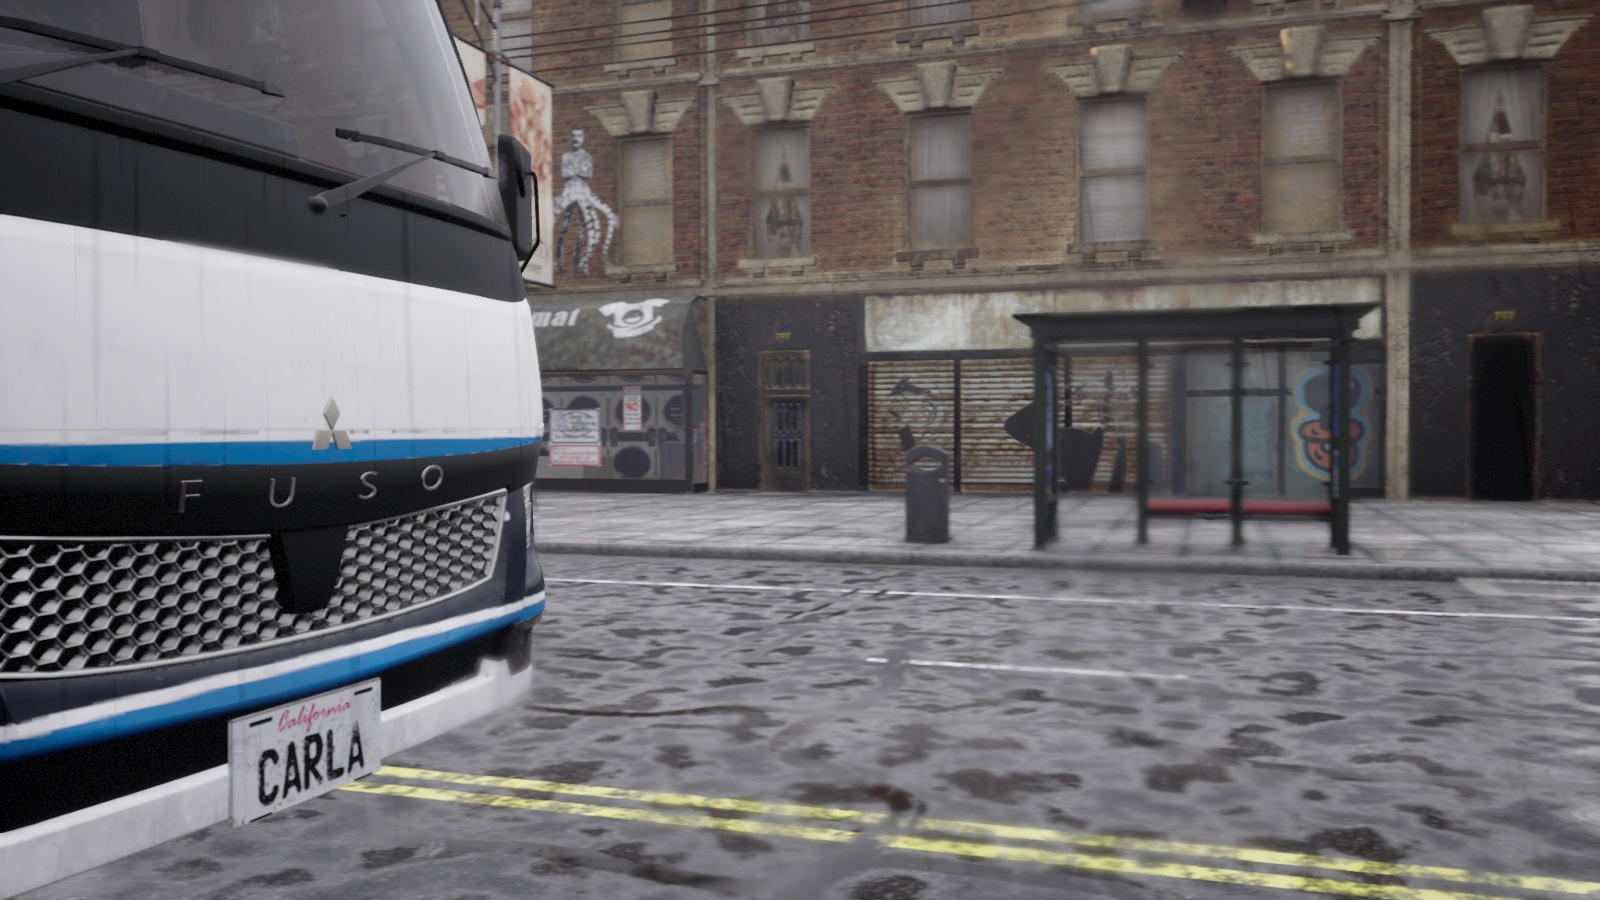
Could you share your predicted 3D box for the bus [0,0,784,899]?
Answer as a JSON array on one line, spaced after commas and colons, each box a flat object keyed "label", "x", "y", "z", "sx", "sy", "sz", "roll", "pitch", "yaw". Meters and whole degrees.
[{"label": "bus", "x": -5.568, "y": -0.652, "z": 5.046, "sx": 10.273, "sy": 4.253, "sz": 3.944, "roll": 0, "pitch": 1, "yaw": 19}]
